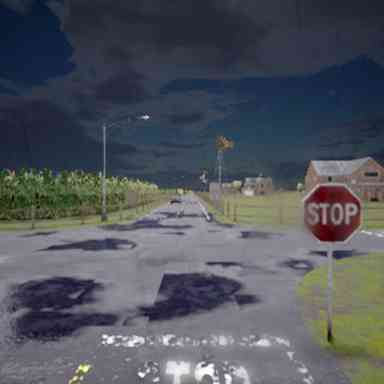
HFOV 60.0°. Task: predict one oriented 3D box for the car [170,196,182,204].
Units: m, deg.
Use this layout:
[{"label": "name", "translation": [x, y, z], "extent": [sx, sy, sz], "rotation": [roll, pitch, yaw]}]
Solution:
[{"label": "car", "translation": [-2.726, 1.360, 56.713], "extent": [2.033, 1.411, 5.357], "rotation": [0, 0, 0]}]
